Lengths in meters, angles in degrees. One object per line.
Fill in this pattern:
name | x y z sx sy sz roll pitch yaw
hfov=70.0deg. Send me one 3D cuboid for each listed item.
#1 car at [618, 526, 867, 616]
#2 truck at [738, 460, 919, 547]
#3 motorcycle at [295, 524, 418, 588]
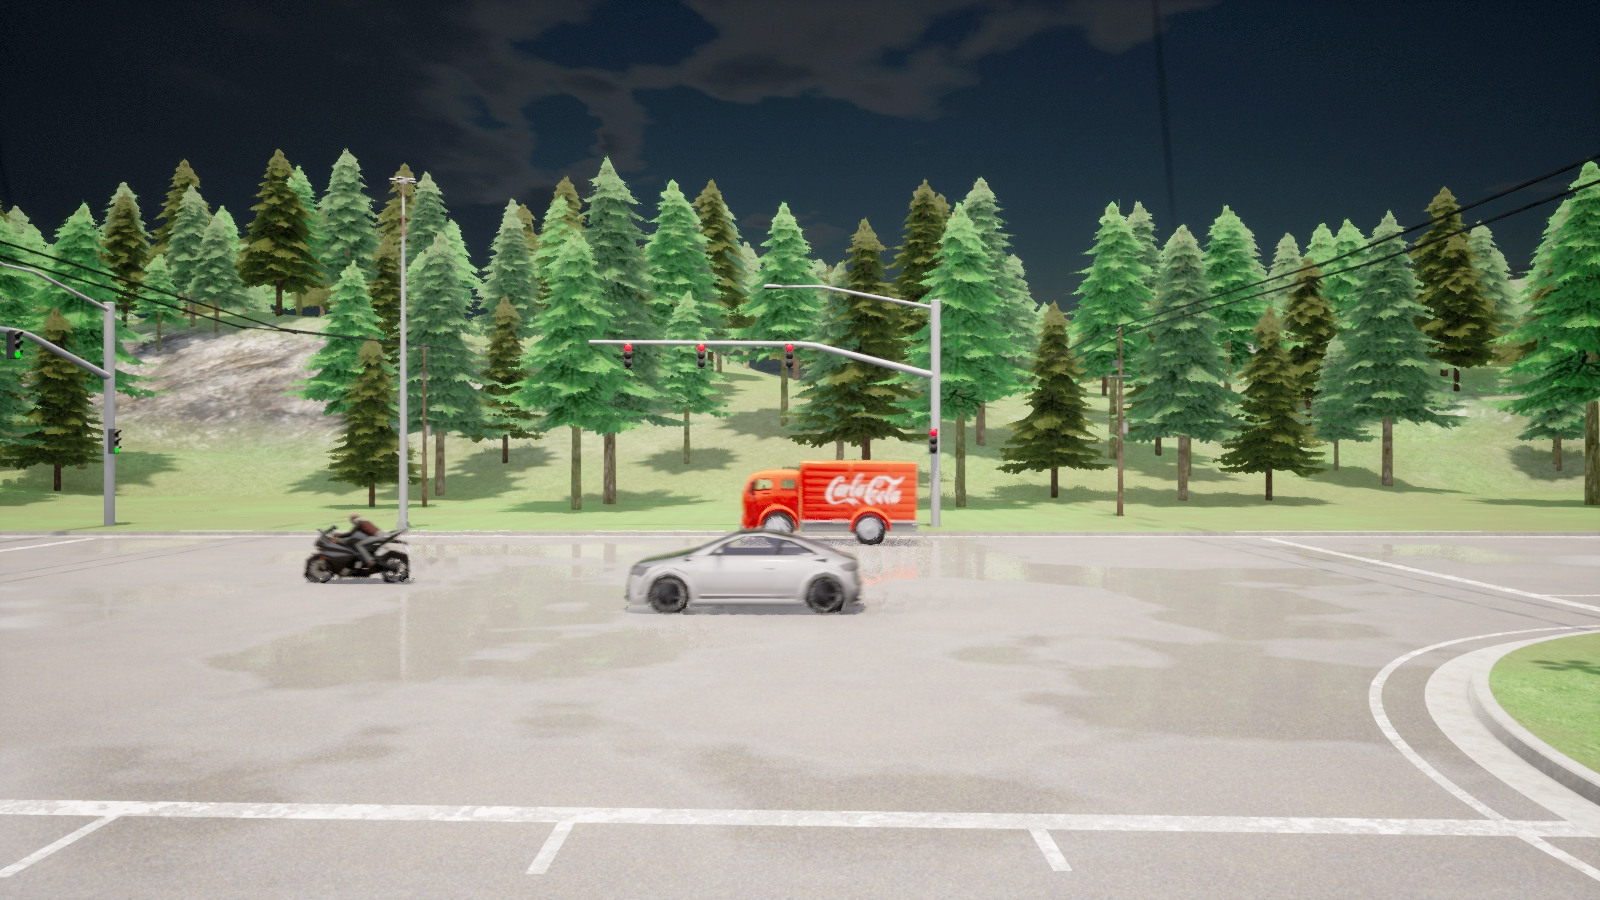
car | -0.964 2.105 20.238 4.181 1.385 1.994 0 0 0
truck | 0.826 1.549 34.227 5.204 2.467 2.627 0 0 0
motorcycle | -9.209 2.189 23.788 2.209 1.251 0.867 0 0 0
